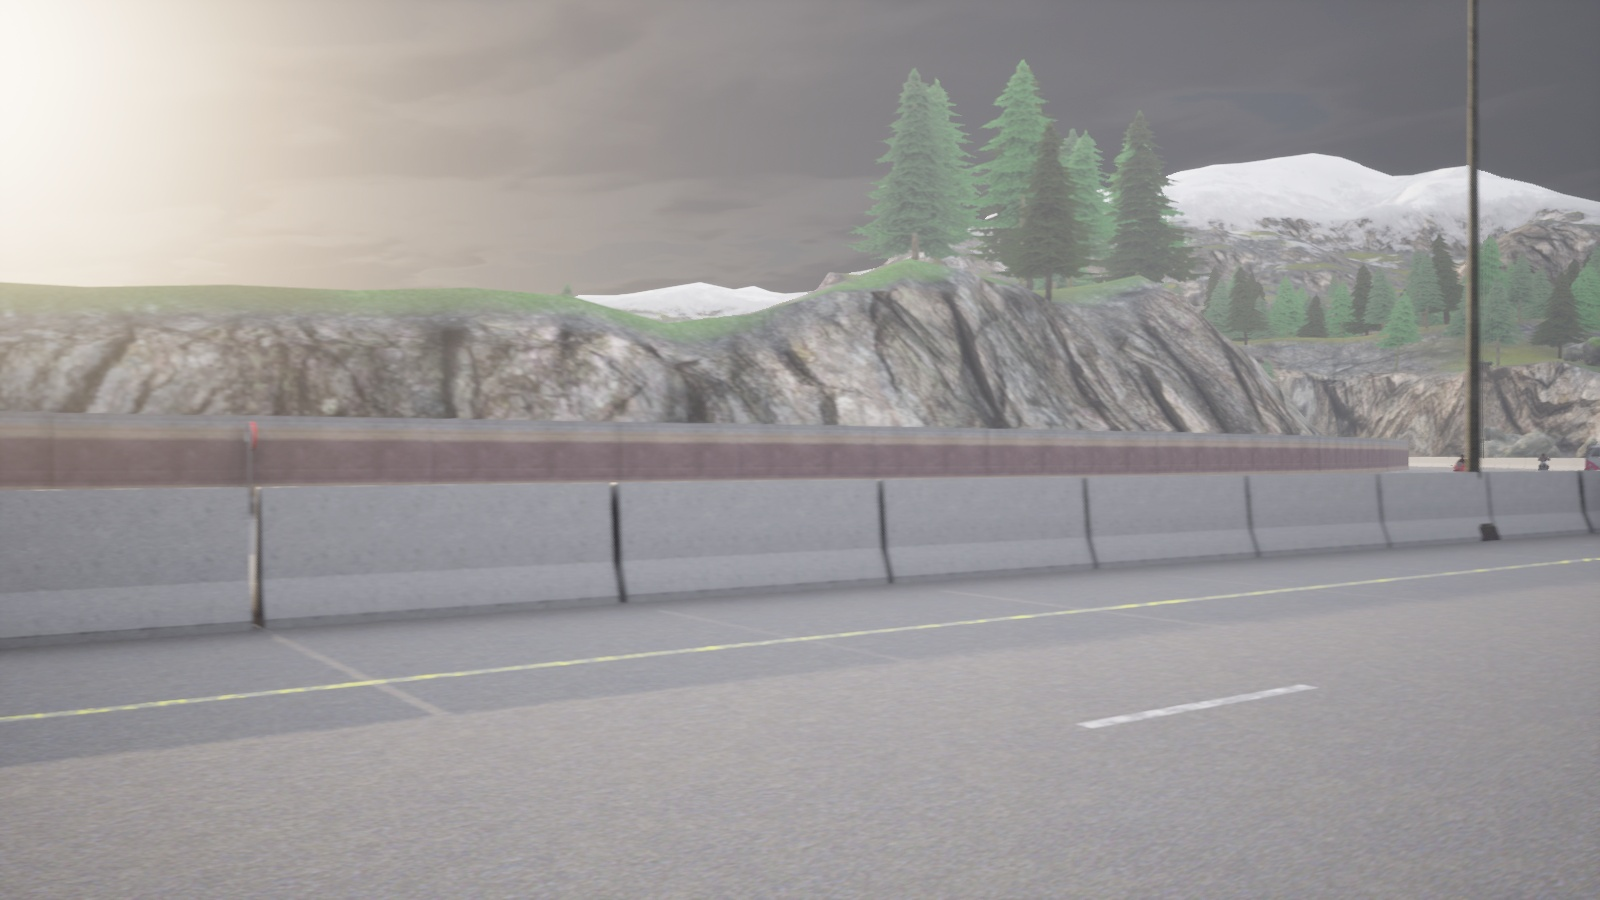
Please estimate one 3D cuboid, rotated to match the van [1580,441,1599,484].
[{"bbox_3d":[38.453,0.567,59.842,1.775,1.987,4.442,0,0,37],"label":"van"}]
